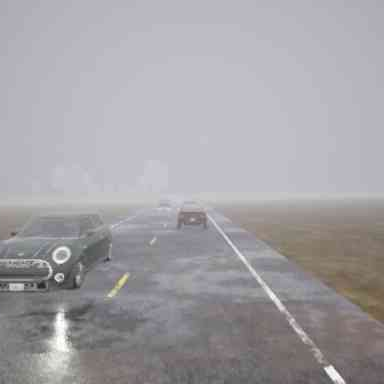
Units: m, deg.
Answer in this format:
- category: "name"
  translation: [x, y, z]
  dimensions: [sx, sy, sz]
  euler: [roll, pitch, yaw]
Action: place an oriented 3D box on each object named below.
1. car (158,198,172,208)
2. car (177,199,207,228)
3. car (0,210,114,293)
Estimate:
- category: "car"
  translation: [-4.001, 1.641, 49.631]
  dimensions: [2.033, 1.411, 5.357]
  euler: [0, 0, -1]
- category: "car"
  translation: [0.007, 1.510, 22.486]
  dimensions: [1.882, 1.535, 5.008]
  euler: [0, 0, 0]
- category: "car"
  translation: [-3.620, 1.364, 9.082]
  dimensions: [2.097, 1.767, 4.553]
  euler: [0, 0, 0]
